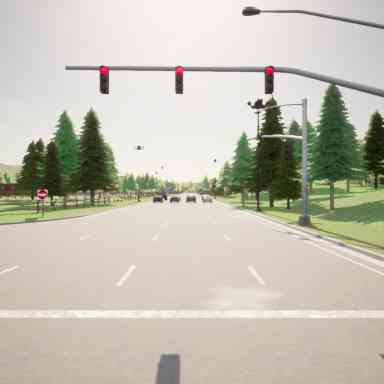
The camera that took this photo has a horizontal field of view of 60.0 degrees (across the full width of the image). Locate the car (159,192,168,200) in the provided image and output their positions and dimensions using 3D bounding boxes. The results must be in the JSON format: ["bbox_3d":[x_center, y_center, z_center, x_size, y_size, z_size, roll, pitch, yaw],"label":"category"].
[{"bbox_3d":[-7.187,1.057,80.800,2.150,2.045,5.566,0,0,0],"label":"car"}]

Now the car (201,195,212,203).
[{"bbox_3d":[3.336,1.516,70.791,1.812,1.442,4.674,0,0,0],"label":"car"}]

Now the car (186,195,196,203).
[{"bbox_3d":[-0.164,1.346,70.720,2.097,1.767,4.553,0,0,0],"label":"car"}]

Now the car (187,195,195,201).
[{"bbox_3d":[-0.187,1.385,80.786,1.994,1.385,4.181,0,0,0],"label":"car"}]

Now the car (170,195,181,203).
[{"bbox_3d":[-3.663,1.492,70.358,1.837,1.490,4.892,0,0,0],"label":"car"}]

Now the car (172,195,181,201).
[{"bbox_3d":[-3.687,1.427,80.808,1.895,1.301,4.718,0,0,0],"label":"car"}]

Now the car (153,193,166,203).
[{"bbox_3d":[-7.163,1.469,70.350,1.882,1.535,5.008,0,0,0],"label":"car"}]

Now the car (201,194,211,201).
[{"bbox_3d":[3.313,1.357,80.794,2.128,1.511,4.902,0,0,0],"label":"car"}]
